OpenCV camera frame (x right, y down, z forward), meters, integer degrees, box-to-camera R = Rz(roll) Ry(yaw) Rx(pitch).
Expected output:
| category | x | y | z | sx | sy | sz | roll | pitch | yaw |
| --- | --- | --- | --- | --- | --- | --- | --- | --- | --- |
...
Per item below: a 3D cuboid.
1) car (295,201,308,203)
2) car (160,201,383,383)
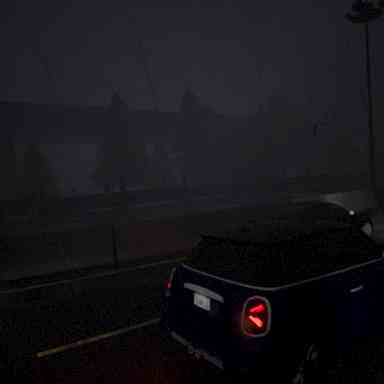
| category | x | y | z | sx | sy | sz | roll | pitch | yaw |
| --- | --- | --- | --- | --- | --- | --- | --- | --- | --- |
| car | 4.102 | 1.036 | 11.119 | 5.008 | 1.535 | 1.882 | -4 | 3 | -36 |
| car | 1.832 | 1.201 | 5.116 | 4.553 | 1.767 | 2.097 | -3 | 2 | -36 |
